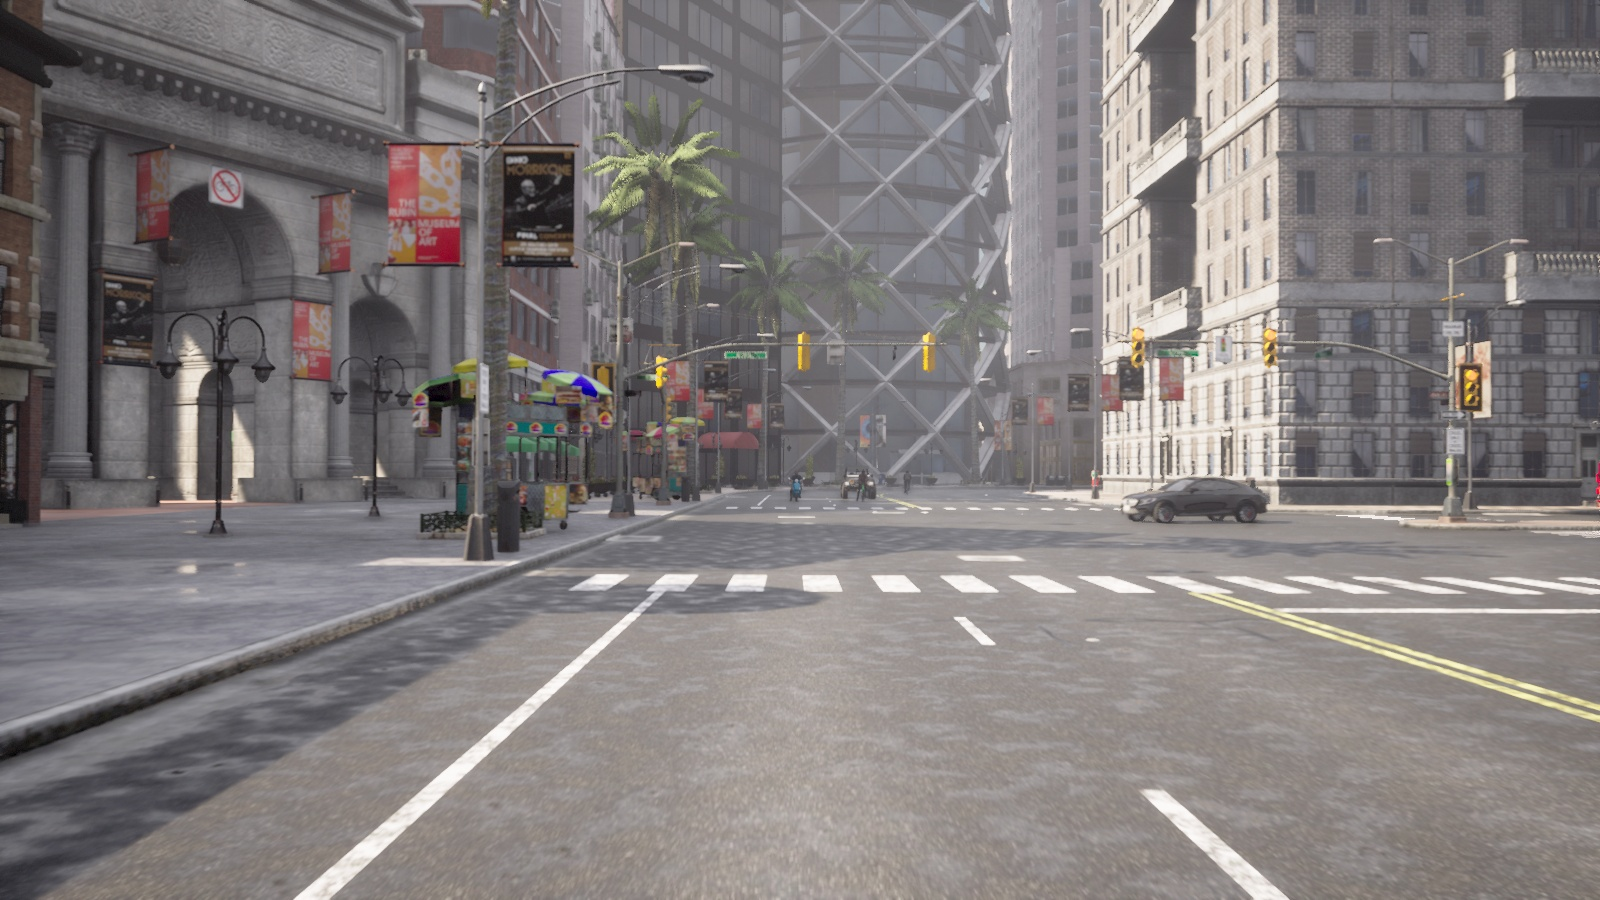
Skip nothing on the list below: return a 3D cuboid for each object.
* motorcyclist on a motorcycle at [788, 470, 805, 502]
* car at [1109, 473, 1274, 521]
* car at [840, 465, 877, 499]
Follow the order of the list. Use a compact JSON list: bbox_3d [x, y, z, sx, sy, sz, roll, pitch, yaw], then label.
[{"bbox_3d":[-0.170,1.864,65.392,0.866,1.590,1.817,0,-1,0],"label":"motorcyclist on a motorcycle"},{"bbox_3d":[12.273,1.451,39.392,4.674,1.442,1.812,0,-1,-15],"label":"car"},{"bbox_3d":[3.326,1.801,71.888,1.905,1.878,3.866,0,-1,0],"label":"car"}]
